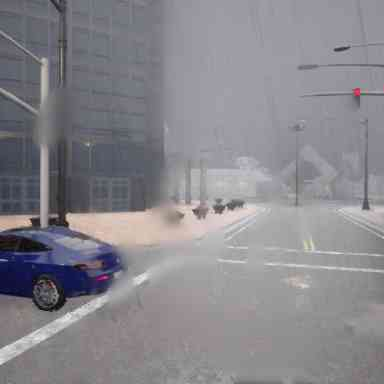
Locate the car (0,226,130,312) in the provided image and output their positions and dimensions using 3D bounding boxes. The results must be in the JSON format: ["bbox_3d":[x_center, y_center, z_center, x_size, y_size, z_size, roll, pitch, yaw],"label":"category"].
[{"bbox_3d":[-3.655,1.496,7.357,4.674,1.442,1.812,0,0,17],"label":"car"}]

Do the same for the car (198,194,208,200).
[{"bbox_3d":[2.720,1.217,80.165,2.128,1.511,4.902,0,0,10],"label":"car"}]
